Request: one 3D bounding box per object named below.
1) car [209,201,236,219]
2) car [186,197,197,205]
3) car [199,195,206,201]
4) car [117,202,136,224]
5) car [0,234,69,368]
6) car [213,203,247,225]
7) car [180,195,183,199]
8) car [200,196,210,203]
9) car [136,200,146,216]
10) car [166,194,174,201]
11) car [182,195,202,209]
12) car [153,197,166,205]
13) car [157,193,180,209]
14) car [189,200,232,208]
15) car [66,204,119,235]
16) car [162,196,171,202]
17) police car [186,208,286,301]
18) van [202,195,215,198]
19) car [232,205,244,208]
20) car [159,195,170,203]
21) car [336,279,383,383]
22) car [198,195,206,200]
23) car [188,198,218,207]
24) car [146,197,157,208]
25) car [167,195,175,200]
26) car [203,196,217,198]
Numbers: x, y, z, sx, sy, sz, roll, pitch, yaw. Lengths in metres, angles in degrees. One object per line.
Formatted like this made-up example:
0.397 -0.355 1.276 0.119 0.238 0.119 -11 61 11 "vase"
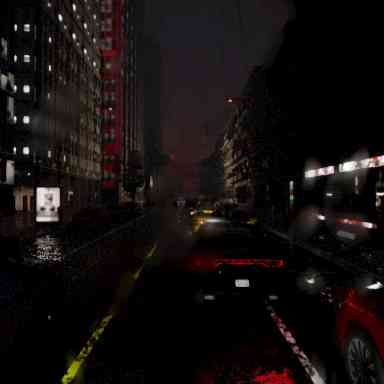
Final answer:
2.692 1.545 30.128 2.008 1.369 4.403 1 0 0 "car"
-0.017 1.573 60.036 1.895 1.301 4.718 0 0 0 "car"
2.677 1.522 86.695 1.802 1.307 4.206 1 0 0 "car"
-5.687 1.542 24.503 1.887 1.381 4.507 1 0 0 "car"
-3.102 1.548 3.637 2.033 1.411 5.357 0 0 0 "car"
2.693 1.563 24.471 1.947 1.339 4.313 1 0 0 "car"
-3.025 1.456 93.753 1.812 1.442 4.674 0 0 0 "car"
2.681 1.544 69.725 1.802 1.307 4.206 1 0 0 "car"
-5.689 1.560 30.160 1.947 1.339 4.313 1 0 0 "car"
-5.701 1.381 86.729 1.967 1.590 4.097 1 0 0 "car"
-0.006 1.461 45.875 1.882 1.535 5.008 0 0 0 "car"
-5.696 1.555 58.445 1.802 1.307 4.206 1 0 0 "car"
-3.112 1.205 45.358 2.150 2.045 5.566 0 0 0 "car"
0.894 1.454 18.602 1.801 1.575 5.366 0 0 0 "car"
-5.687 1.581 18.846 1.802 1.307 4.206 1 0 0 "car"
-5.701 1.537 75.414 1.802 1.307 4.206 1 0 0 "car"
0.897 1.426 8.521 1.930 1.638 5.238 0 0 0 "police car"
2.690 1.324 47.099 1.690 1.788 3.998 1 0 0 "van"
2.695 1.524 18.985 1.752 1.417 4.829 1 0 0 "car"
-5.697 1.402 69.758 1.967 1.590 4.097 1 0 0 "car"
2.702 1.315 1.845 2.192 1.841 5.009 1 0 0 "car"
2.676 1.483 92.352 2.008 1.369 4.403 1 0 0 "car"
0.809 1.453 24.600 1.801 1.575 5.366 0 0 0 "car"
-5.692 1.423 47.132 1.967 1.590 4.097 1 0 0 "car"
-5.704 1.498 92.385 1.947 1.339 4.313 1 0 0 "car"
2.688 1.552 41.442 1.947 1.339 4.313 1 0 0 "car"
